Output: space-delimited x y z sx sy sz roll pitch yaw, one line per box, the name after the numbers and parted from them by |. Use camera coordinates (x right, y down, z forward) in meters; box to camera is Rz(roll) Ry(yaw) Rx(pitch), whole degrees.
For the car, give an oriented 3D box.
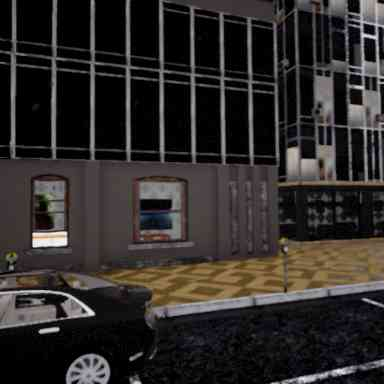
-2.618 1.756 4.162 4.403 1.369 2.008 0 -2 -18 | car
